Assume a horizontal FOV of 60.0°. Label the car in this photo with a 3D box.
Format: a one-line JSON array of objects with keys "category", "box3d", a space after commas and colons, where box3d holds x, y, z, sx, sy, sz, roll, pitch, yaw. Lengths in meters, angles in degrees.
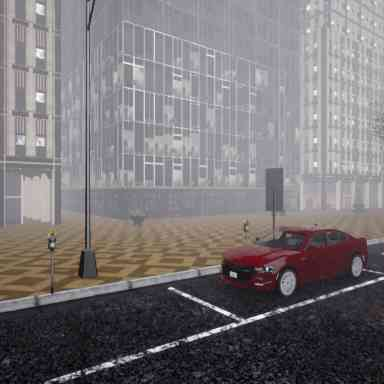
[{"category": "car", "box3d": [2.724, 1.545, 8.515, 4.507, 1.381, 1.887, 0, 0, -36]}]
